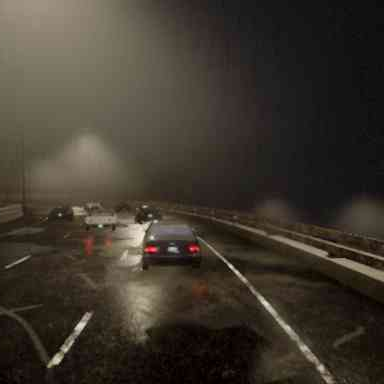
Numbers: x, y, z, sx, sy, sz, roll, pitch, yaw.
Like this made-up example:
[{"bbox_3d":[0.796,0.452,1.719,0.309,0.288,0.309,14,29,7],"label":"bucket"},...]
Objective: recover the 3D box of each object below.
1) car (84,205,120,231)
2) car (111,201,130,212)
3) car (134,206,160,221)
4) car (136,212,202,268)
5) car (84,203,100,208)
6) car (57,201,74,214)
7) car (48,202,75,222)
[{"bbox_3d":[-6.102,1.834,22.765,1.895,1.301,4.718,0,-1,-12],"label":"car"},{"bbox_3d":[-9.639,1.956,44.873,1.837,1.490,4.892,0,0,-23],"label":"car"},{"bbox_3d":[-3.715,1.833,27.845,1.994,1.385,4.181,0,-1,-14],"label":"car"},{"bbox_3d":[-0.804,1.659,11.710,2.033,1.411,5.357,0,-1,-6],"label":"car"},{"bbox_3d":[-13.376,2.064,44.776,1.895,1.301,4.718,0,-1,-24],"label":"car"},{"bbox_3d":[-16.407,1.984,42.909,1.812,1.442,4.674,0,0,-24],"label":"car"},{"bbox_3d":[-11.652,1.885,29.868,1.994,1.385,4.181,0,0,-16],"label":"car"}]
